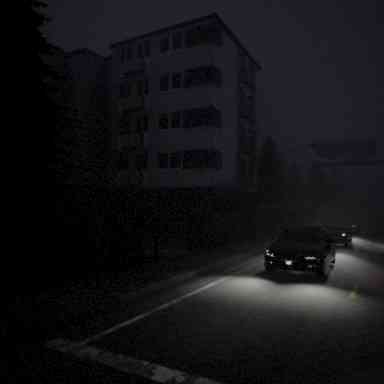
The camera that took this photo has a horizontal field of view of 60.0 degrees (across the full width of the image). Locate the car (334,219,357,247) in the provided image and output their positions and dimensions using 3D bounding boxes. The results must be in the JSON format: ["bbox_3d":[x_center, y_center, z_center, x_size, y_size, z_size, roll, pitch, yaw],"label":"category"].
[{"bbox_3d":[8.681,2.510,20.310,1.895,1.301,4.718,-1,-3,29],"label":"car"}]

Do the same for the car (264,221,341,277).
[{"bbox_3d":[4.131,2.011,12.260,1.837,1.490,4.892,-1,-3,29],"label":"car"}]

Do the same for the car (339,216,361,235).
[{"bbox_3d":[13.551,2.829,28.877,2.128,1.511,4.902,-1,-3,30],"label":"car"}]
